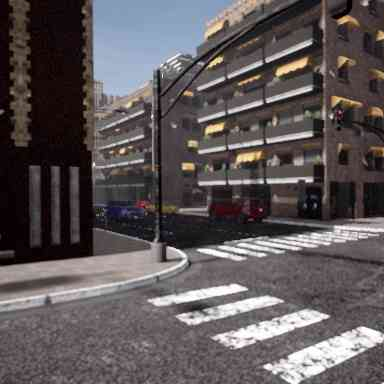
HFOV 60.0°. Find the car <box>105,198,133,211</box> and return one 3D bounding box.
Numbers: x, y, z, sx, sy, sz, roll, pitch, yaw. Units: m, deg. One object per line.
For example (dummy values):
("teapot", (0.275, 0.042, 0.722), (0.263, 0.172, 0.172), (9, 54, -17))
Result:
("car", (-9.487, 1.578, 43.120), (2.008, 1.369, 4.403), (-1, 0, -35))

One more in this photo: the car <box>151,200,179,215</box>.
("car", (-3.151, 1.552, 34.217), (1.752, 1.417, 4.829), (-1, 0, -35))

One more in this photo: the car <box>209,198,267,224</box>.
("car", (3.381, 1.342, 25.036), (2.192, 1.841, 5.009), (-1, 0, -35))

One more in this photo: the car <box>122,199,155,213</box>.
("car", (-6.270, 1.572, 38.600), (1.887, 1.381, 4.507), (-1, 0, -35))

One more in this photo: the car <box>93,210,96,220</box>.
("car", (-9.880, 1.692, 29.220), (1.947, 1.339, 4.313), (-1, 0, -35))

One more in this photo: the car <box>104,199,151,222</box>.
("car", (-5.713, 1.444, 28.001), (2.097, 1.767, 4.553), (-1, 0, -35))
